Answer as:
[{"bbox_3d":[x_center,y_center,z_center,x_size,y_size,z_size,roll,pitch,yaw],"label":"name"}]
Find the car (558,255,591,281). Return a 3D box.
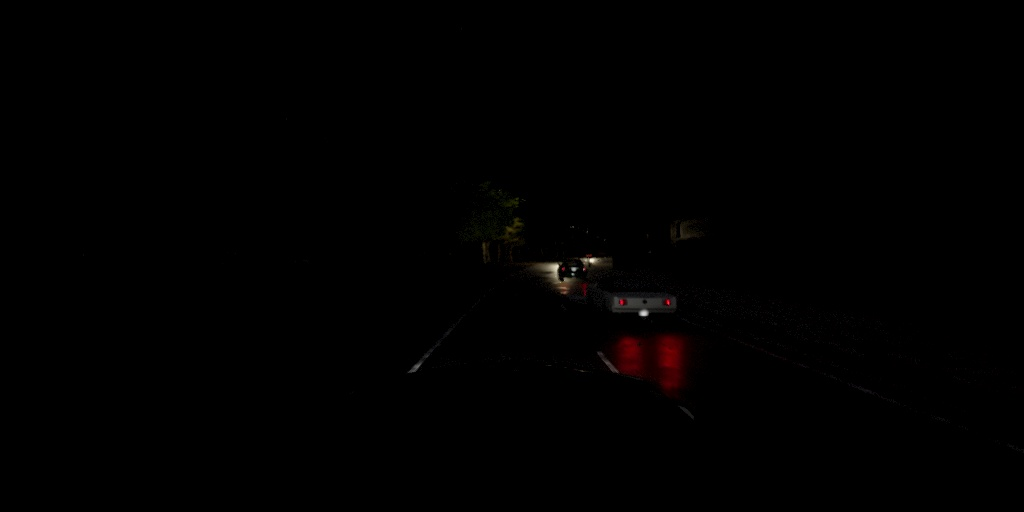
[{"bbox_3d":[4.815,1.035,28.996,2.097,1.767,4.553,0,0,5],"label":"car"}]

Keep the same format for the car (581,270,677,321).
[{"bbox_3d":[3.821,1.338,12.411,1.895,1.301,4.718,0,0,2],"label":"car"}]
